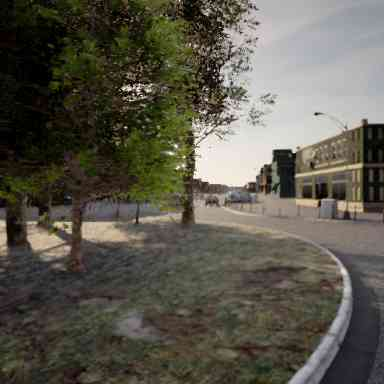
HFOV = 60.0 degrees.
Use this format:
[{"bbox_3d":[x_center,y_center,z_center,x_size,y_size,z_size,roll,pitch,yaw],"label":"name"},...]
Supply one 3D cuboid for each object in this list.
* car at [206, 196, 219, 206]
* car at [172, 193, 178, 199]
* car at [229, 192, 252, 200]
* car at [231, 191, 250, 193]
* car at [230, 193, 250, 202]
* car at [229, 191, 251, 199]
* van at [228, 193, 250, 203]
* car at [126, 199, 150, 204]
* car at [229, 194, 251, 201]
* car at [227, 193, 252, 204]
[{"bbox_3d":[3.449,1.370,56.223,2.097,1.767,4.553,0,0,6],"label":"car"},{"bbox_3d":[-6.875,1.149,93.107,4.553,1.767,2.185,0,1,9],"label":"car"},{"bbox_3d":[12.018,0.980,82.828,5.566,2.045,2.435,0,1,9],"label":"car"},{"bbox_3d":[9.490,1.283,66.342,4.553,1.767,2.185,0,0,9],"label":"car"},{"bbox_3d":[10.756,1.202,74.589,4.553,1.767,2.185,0,1,9],"label":"car"},{"bbox_3d":[12.824,0.915,88.455,5.566,2.045,2.435,0,1,9],"label":"car"},{"bbox_3d":[9.784,1.161,69.238,4.442,1.987,1.878,0,1,9],"label":"van"},{"bbox_3d":[-10.977,1.422,65.834,4.553,1.767,2.185,0,0,9],"label":"car"},{"bbox_3d":[11.162,1.294,77.466,5.008,1.535,2.097,0,1,9],"label":"car"},{"bbox_3d":[8.606,1.470,60.980,4.792,1.488,2.163,0,0,9],"label":"car"}]
